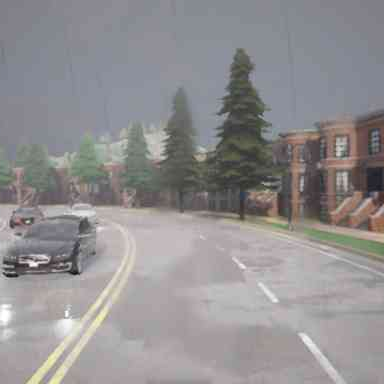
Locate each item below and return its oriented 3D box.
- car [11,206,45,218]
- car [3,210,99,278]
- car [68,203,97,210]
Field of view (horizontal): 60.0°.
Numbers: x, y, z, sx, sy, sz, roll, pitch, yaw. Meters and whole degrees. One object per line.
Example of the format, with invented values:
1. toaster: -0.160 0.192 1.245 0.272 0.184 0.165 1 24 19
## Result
1. car: -10.904 1.634 22.224 1.994 1.385 4.181 0 0 -25
2. car: -4.147 1.534 10.453 1.837 1.490 4.892 0 0 -8
3. car: -8.111 1.582 24.511 1.812 1.442 4.674 0 0 -26
